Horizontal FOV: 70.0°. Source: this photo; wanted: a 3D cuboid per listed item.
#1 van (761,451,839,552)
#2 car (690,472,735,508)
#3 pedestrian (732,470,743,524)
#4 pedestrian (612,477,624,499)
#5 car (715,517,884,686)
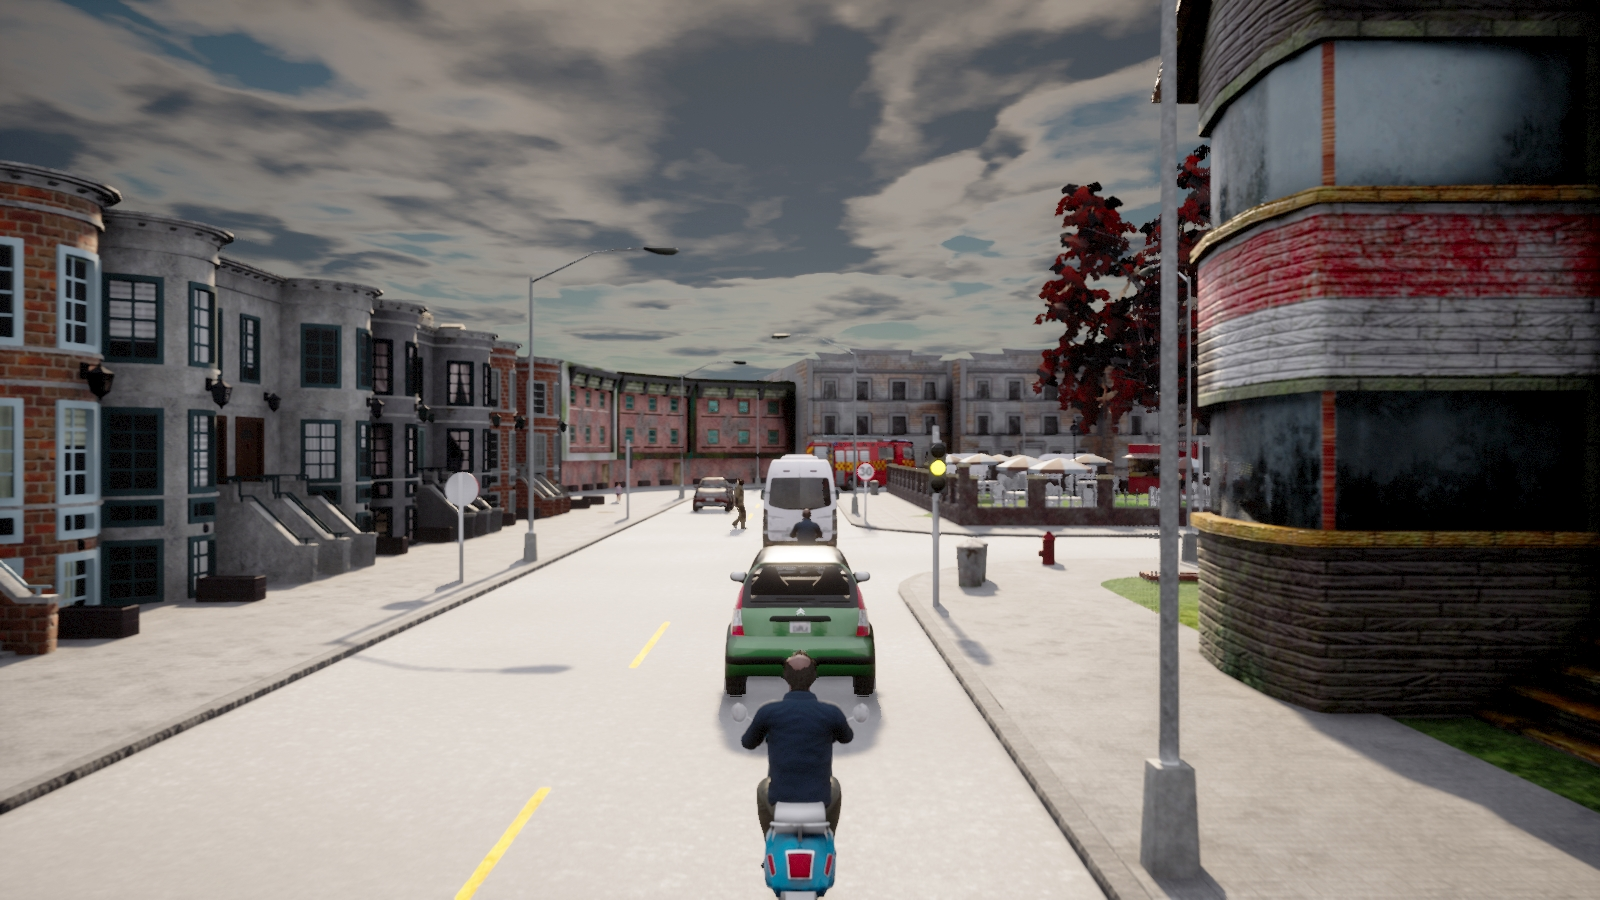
[{"bbox_3d":[-0.007,1.317,31.983,1.988,2.561,5.915,0,0,0],"label":"van"},{"bbox_3d":[-4.013,1.809,53.058,1.789,1.549,3.705,0,0,0],"label":"car"},{"bbox_3d":[-2.184,1.631,39.782,0.375,1.860,0.375,0,0,-1],"label":"pedestrian"},{"bbox_3d":[-9.180,1.909,57.707,0.500,1.100,0.500,0,0,-21],"label":"pedestrian"},{"bbox_3d":[-0.001,1.780,14.506,1.851,1.617,3.988,0,0,0],"label":"car"}]
